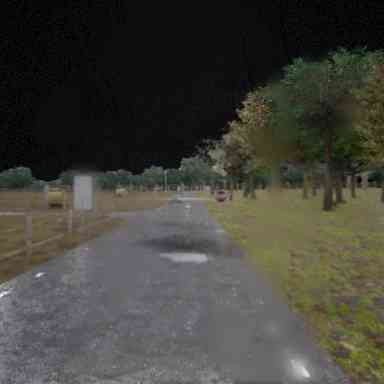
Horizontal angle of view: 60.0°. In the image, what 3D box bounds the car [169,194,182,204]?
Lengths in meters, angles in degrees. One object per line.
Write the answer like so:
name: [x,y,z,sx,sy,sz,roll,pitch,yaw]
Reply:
car: [-2.747,1.133,56.673,2.097,1.767,4.553,0,0,0]
